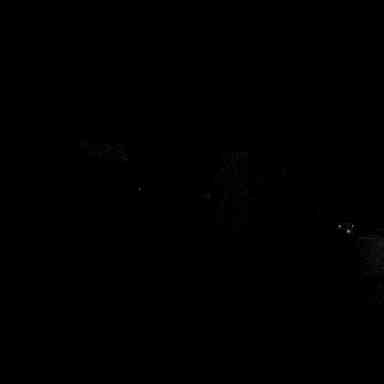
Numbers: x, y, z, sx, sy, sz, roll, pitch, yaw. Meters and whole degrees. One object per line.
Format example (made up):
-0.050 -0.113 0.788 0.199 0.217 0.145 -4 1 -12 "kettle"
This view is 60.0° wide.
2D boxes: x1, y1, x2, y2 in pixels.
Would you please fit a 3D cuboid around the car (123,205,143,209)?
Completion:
-7.014 2.104 40.866 1.837 1.490 4.892 3 -2 -37 "car"

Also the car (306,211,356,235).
7.361 1.878 21.028 2.033 1.411 5.357 3 -3 -35 "car"

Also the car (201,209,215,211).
1.694 1.805 29.067 2.097 1.767 4.553 3 -3 -36 "car"
